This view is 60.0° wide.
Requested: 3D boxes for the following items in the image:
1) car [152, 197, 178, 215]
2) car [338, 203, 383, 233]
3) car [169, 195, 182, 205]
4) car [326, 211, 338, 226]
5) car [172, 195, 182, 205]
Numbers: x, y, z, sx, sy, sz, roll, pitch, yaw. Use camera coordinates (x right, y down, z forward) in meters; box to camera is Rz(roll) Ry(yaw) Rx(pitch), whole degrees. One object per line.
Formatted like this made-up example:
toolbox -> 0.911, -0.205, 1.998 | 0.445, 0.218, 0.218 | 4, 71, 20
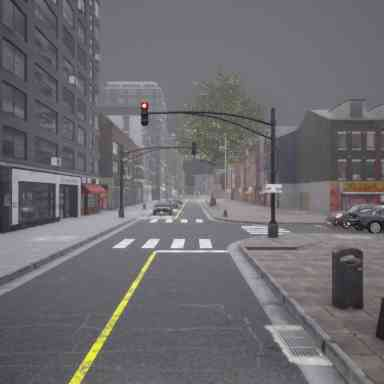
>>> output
car -> -2.878, 1.554, 34.073 | 2.033, 1.411, 5.357 | 0, 0, 0
car -> 11.387, 1.574, 19.034 | 4.892, 1.490, 1.837 | 0, 0, 0
car -> -2.865, 1.377, 59.288 | 2.097, 1.767, 4.553 | 0, 0, 0
car -> 10.910, 1.515, 21.675 | 4.097, 1.590, 1.967 | 0, 0, 0
car -> -2.882, 1.504, 45.634 | 2.128, 1.511, 4.902 | 0, 0, 0
